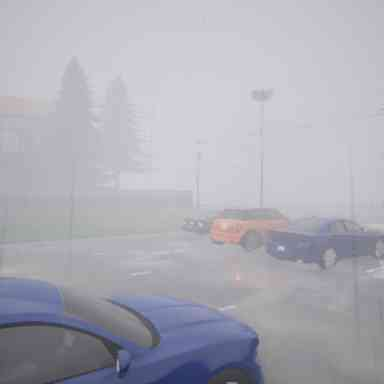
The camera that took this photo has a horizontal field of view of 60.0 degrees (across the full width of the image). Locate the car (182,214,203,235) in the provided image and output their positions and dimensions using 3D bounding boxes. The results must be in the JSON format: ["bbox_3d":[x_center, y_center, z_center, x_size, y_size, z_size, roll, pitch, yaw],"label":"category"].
[{"bbox_3d":[2.040,1.637,18.109,5.357,1.411,2.033,1,0,-36],"label":"car"}]

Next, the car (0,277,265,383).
[{"bbox_3d":[-1.564,1.479,2.639,5.008,1.535,1.882,1,-1,-35],"label":"car"}]

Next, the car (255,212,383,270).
[{"bbox_3d":[4.685,1.554,11.398,5.008,1.535,1.882,1,0,-35],"label":"car"}]

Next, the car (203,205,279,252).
[{"bbox_3d":[3.032,1.432,14.520,4.553,1.767,2.097,1,0,-35],"label":"car"}]
